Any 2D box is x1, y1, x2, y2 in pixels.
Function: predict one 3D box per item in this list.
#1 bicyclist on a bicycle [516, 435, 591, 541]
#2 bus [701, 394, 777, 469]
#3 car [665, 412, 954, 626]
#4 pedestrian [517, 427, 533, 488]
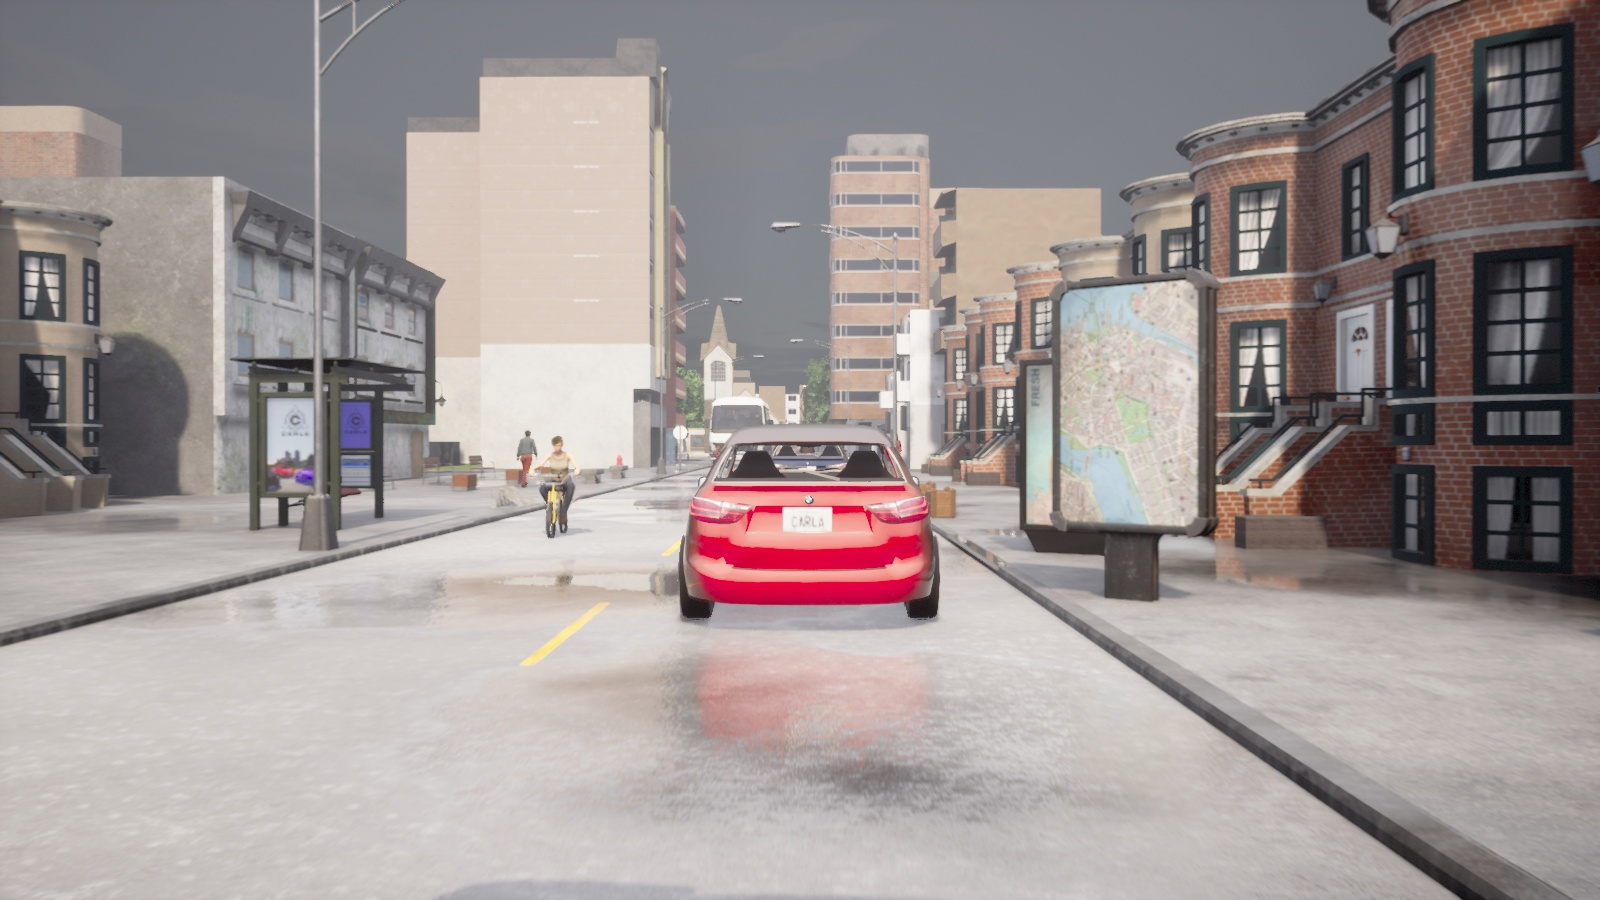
[{"bbox_3d":[-3.865,0.568,19.812,0.866,1.612,1.509,0,0,1],"label":"bicyclist on a bicycle"},{"bbox_3d":[-3.573,-1.064,76.535,3.944,4.253,10.273,0,0,1],"label":"bus"},{"bbox_3d":[0.085,0.523,12.068,2.242,1.667,4.611,0,0,0],"label":"car"},{"bbox_3d":[-8.513,0.230,38.901,0.353,1.847,0.614,0,0,3],"label":"pedestrian"}]
